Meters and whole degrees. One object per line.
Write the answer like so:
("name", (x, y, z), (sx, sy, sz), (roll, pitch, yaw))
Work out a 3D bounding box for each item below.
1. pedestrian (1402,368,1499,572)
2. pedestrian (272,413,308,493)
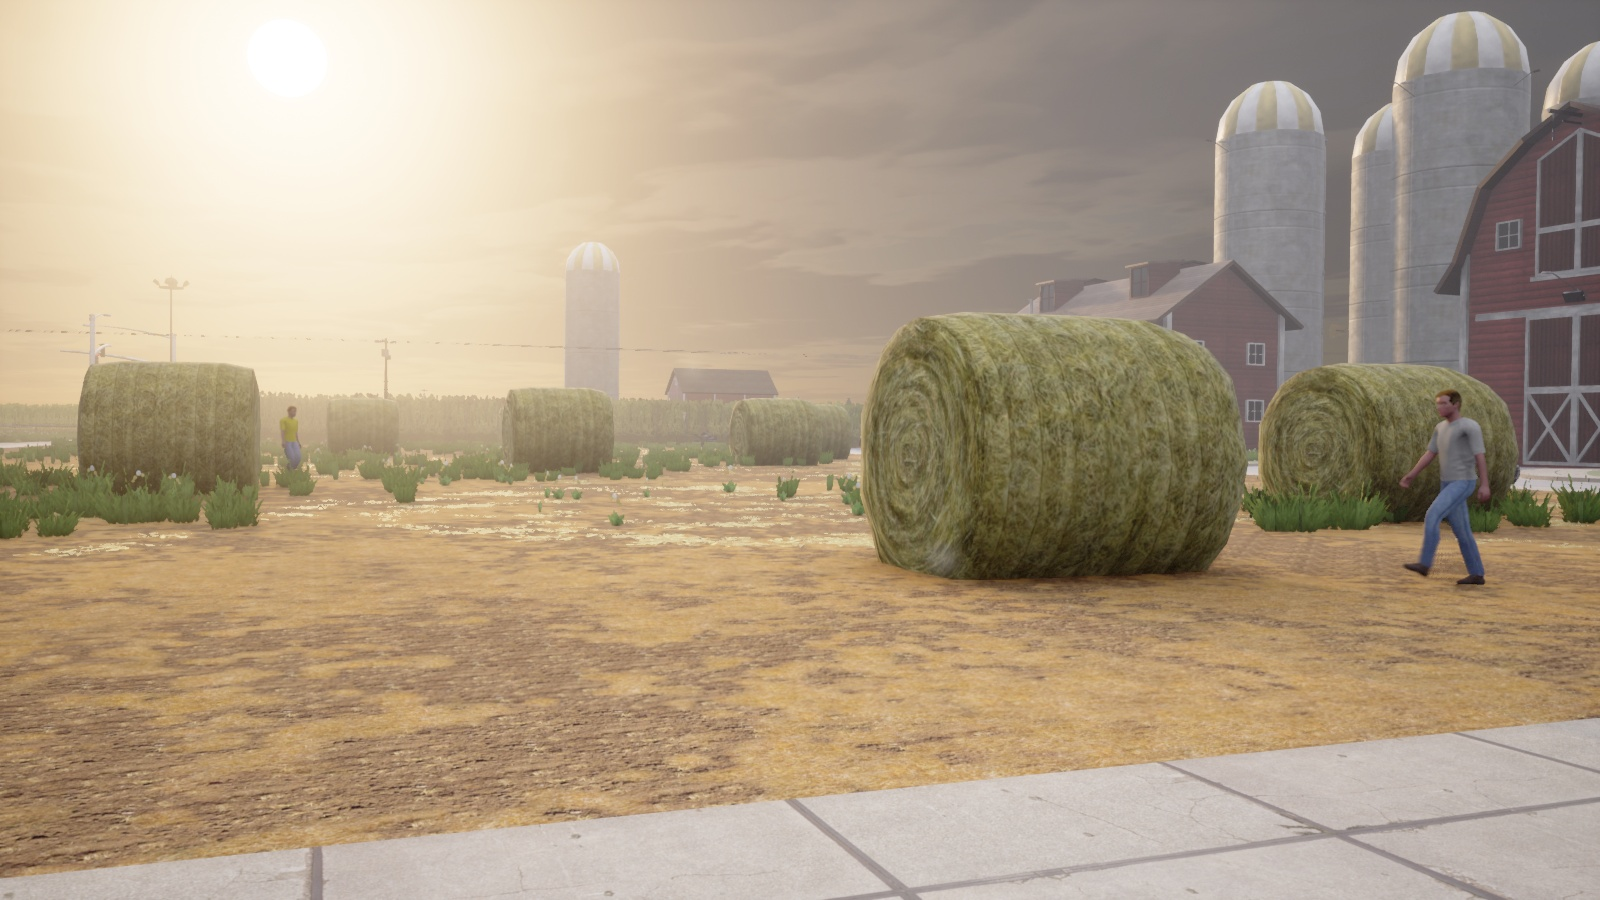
("pedestrian", (5.962, 0.180, 11.514), (0.706, 1.836, 0.354), (-1, 1, -4))
("pedestrian", (-11.852, 0.077, 29.170), (0.706, 1.836, 0.354), (0, 1, 23))
